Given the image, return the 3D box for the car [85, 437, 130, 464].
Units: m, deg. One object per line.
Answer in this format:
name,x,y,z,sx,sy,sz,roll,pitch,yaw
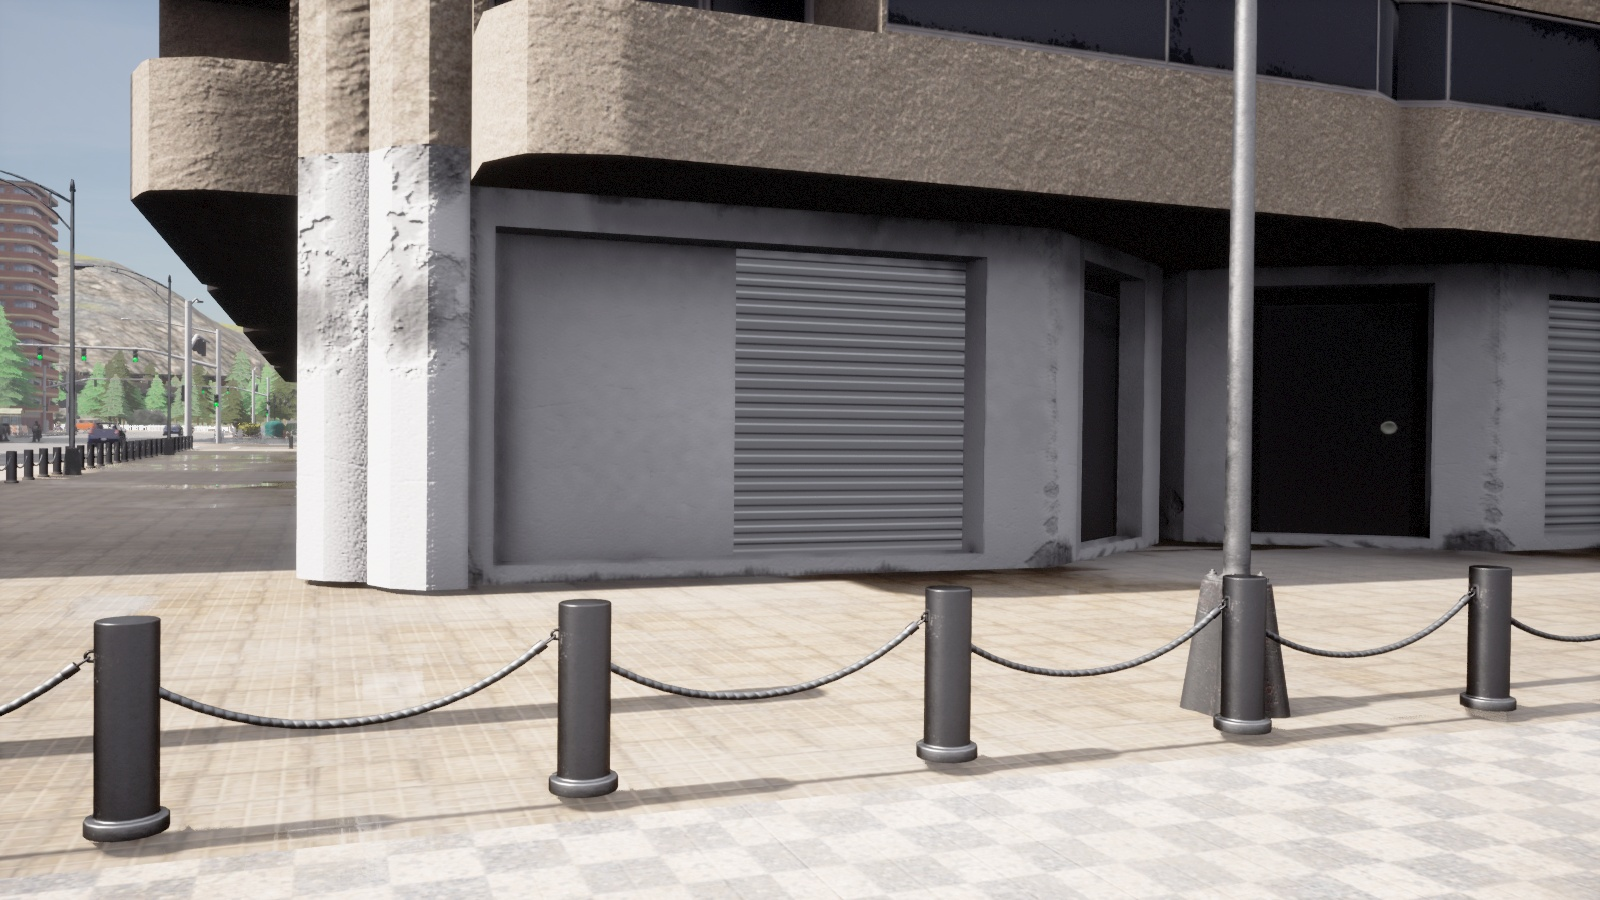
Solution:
car,-40.938,0.018,74.291,1.845,1.501,3.633,-1,1,-22
